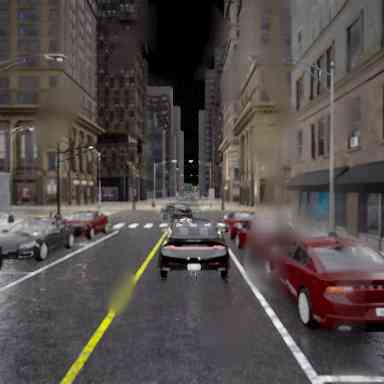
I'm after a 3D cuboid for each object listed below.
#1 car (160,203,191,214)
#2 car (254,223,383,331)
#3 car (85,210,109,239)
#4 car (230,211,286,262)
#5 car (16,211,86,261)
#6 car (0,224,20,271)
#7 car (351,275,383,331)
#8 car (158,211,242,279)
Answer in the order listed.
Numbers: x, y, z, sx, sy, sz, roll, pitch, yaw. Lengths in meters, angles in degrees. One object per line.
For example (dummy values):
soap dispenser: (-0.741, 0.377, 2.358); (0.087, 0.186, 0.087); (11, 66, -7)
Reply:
car: (-1.354, 1.727, 28.063); (1.837, 1.490, 4.892); (1, 0, -18)
car: (2.746, 1.600, 6.991); (1.887, 1.381, 4.507); (-1, 0, 0)
car: (-5.791, 1.686, 17.993); (1.887, 1.381, 4.507); (-1, 0, 0)
car: (2.740, 1.643, 12.496); (1.887, 1.381, 4.507); (-1, 0, 0)
car: (-5.785, 1.649, 12.487); (2.008, 1.369, 4.403); (-1, 0, 0)
car: (-5.779, 1.621, 6.982); (1.947, 1.339, 4.313); (-1, 0, 0)
car: (2.752, 1.579, 1.486); (1.947, 1.339, 4.313); (-1, 0, 0)
car: (0.058, 1.574, 10.319); (2.128, 1.511, 4.902); (0, 0, 0)
